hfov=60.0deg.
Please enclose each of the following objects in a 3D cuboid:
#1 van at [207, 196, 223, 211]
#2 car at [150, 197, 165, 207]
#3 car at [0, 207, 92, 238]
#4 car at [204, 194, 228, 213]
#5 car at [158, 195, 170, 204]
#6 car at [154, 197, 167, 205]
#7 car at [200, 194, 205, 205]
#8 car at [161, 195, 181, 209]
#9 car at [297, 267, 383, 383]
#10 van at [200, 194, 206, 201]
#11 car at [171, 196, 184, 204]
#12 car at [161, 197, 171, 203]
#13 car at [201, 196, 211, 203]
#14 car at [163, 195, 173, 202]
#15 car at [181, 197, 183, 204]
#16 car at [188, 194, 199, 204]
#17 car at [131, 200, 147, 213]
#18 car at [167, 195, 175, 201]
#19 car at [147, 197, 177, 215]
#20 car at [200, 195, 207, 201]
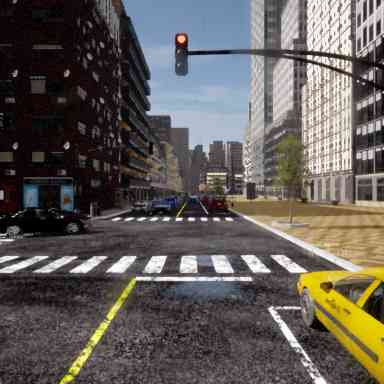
[{"bbox_3d":[2.855,1.358,41.933,1.690,1.788,3.998,0,0,0],"label":"van"},{"bbox_3d":[-5.479,1.581,53.021,2.008,1.369,4.403,0,0,0],"label":"car"},{"bbox_3d":[-8.147,1.621,18.510,4.892,1.490,1.837,-1,1,-14],"label":"car"},{"bbox_3d":[2.832,1.327,36.408,2.192,1.841,5.009,0,0,0],"label":"car"},{"bbox_3d":[-5.435,1.488,64.074,1.967,1.590,4.097,0,0,0],"label":"car"},{"bbox_3d":[-5.457,1.584,58.547,1.887,1.381,4.507,0,0,0],"label":"car"},{"bbox_3d":[2.922,1.354,58.513,2.192,1.841,5.009,0,0,0],"label":"car"},{"bbox_3d":[-2.910,1.497,43.953,1.882,1.535,5.008,0,0,0],"label":"car"},{"bbox_3d":[2.702,1.525,4.165,1.752,1.417,4.829,0,0,0],"label":"car"},{"bbox_3d":[3.057,1.441,91.672,1.690,1.788,3.998,0,0,0],"label":"van"},{"bbox_3d":[-2.741,1.539,64.010,2.128,1.511,4.902,0,0,0],"label":"car"},{"bbox_3d":[-5.412,1.639,69.601,1.802,1.307,4.206,0,0,0],"label":"car"},{"bbox_3d":[2.968,1.602,69.567,1.887,1.381,4.507,0,0,0],"label":"car"},{"bbox_3d":[-5.390,1.507,75.128,1.967,1.590,4.097,0,0,0],"label":"car"},{"bbox_3d":[-2.851,1.536,53.765,1.837,1.490,4.892,0,0,1],"label":"car"},{"bbox_3d":[0.266,1.615,65.611,1.994,1.385,4.181,0,0,0],"label":"car"},{"bbox_3d":[-5.546,1.563,36.441,2.008,1.369,4.403,0,0,0],"label":"car"},{"bbox_3d":[-5.345,1.613,86.011,1.752,1.417,4.829,0,0,0],"label":"car"},{"bbox_3d":[-2.960,1.558,34.133,2.033,1.411,5.357,0,0,0],"label":"car"},{"bbox_3d":[3.036,1.613,86.316,1.752,1.417,4.829,0,0,0],"label":"car"}]
